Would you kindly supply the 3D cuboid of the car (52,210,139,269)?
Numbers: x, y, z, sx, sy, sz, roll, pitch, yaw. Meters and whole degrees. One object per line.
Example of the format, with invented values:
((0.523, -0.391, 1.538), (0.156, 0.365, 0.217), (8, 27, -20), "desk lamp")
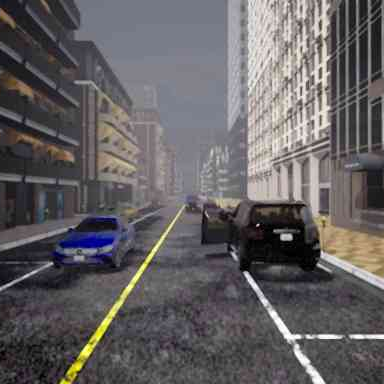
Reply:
((-3.076, 1.565, 11.401), (1.812, 1.442, 4.674), (0, 0, 0), "car")

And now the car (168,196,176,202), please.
((-5.496, 1.916, 90.722), (2.008, 1.369, 4.403), (0, 0, 0), "car")

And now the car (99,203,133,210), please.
((-5.643, 1.647, 22.940), (1.947, 1.339, 4.313), (0, 0, 0), "car")

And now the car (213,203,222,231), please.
((2.738, 1.647, 22.923), (1.947, 1.339, 4.313), (0, 0, 0), "car")

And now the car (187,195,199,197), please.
((0.105, 1.404, 48.815), (2.150, 2.045, 5.566), (0, 0, 0), "car")

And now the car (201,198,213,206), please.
((2.823, 1.790, 62.462), (2.008, 1.369, 4.403), (0, 0, 0), "car")

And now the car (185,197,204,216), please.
((0.159, 1.668, 38.845), (1.812, 1.442, 4.674), (0, 0, 0), "car")

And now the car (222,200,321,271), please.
((2.418, 1.259, 11.168), (2.150, 2.045, 5.566), (0, 0, 0), "car")

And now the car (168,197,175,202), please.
((-5.509, 1.890, 85.074), (2.008, 1.369, 4.403), (0, 0, 0), "car")

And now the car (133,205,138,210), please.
((-5.631, 1.627, 28.420), (1.752, 1.417, 4.829), (0, 0, 0), "car")

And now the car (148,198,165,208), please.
((-5.582, 1.632, 51.183), (1.967, 1.590, 4.097), (0, 0, 0), "car")

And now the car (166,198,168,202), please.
((-5.569, 1.797, 56.831), (1.802, 1.307, 4.206), (0, 0, 0), "car")

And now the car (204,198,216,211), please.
((2.799, 1.737, 51.165), (1.887, 1.381, 4.507), (0, 0, 0), "car")
